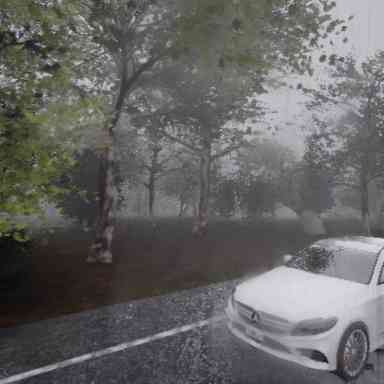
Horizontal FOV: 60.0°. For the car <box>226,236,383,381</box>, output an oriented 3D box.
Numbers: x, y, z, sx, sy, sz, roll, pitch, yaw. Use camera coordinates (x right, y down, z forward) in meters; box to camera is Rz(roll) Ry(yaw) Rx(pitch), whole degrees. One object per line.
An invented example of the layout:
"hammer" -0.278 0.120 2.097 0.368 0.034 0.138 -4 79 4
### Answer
"car" 2.694 1.530 5.585 4.674 1.442 1.812 0 0 -35
